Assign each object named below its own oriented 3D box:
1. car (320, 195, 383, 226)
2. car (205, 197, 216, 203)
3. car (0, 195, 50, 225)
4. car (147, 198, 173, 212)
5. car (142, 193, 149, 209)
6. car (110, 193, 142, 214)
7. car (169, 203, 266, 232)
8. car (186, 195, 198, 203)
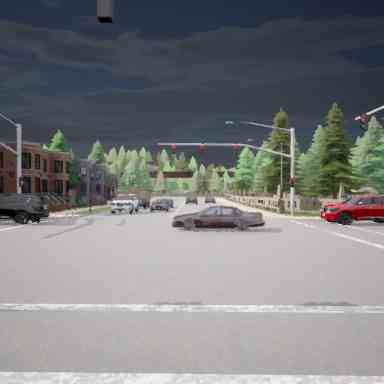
[{"bbox_3d":[11.847,1.221,22.897,5.566,2.045,2.150,0,0,0],"label":"car"},{"bbox_3d":[3.542,1.564,65.227,1.994,1.385,4.181,0,0,0],"label":"car"},{"bbox_3d":[-12.963,1.221,23.306,5.566,2.045,2.150,0,0,-1],"label":"car"},{"bbox_3d":[-3.595,1.564,38.332,1.994,1.385,4.181,0,0,0],"label":"car"},{"bbox_3d":[-7.110,1.221,45.754,2.150,2.045,5.566,0,0,0],"label":"car"},{"bbox_3d":[-7.103,1.221,35.636,2.150,2.045,5.566,0,0,0],"label":"car"},{"bbox_3d":[1.540,1.548,19.559,5.357,1.411,2.033,0,0,2],"label":"car"},{"bbox_3d":[-0.054,1.352,60.247,2.097,1.767,4.553,0,0,0],"label":"car"}]
